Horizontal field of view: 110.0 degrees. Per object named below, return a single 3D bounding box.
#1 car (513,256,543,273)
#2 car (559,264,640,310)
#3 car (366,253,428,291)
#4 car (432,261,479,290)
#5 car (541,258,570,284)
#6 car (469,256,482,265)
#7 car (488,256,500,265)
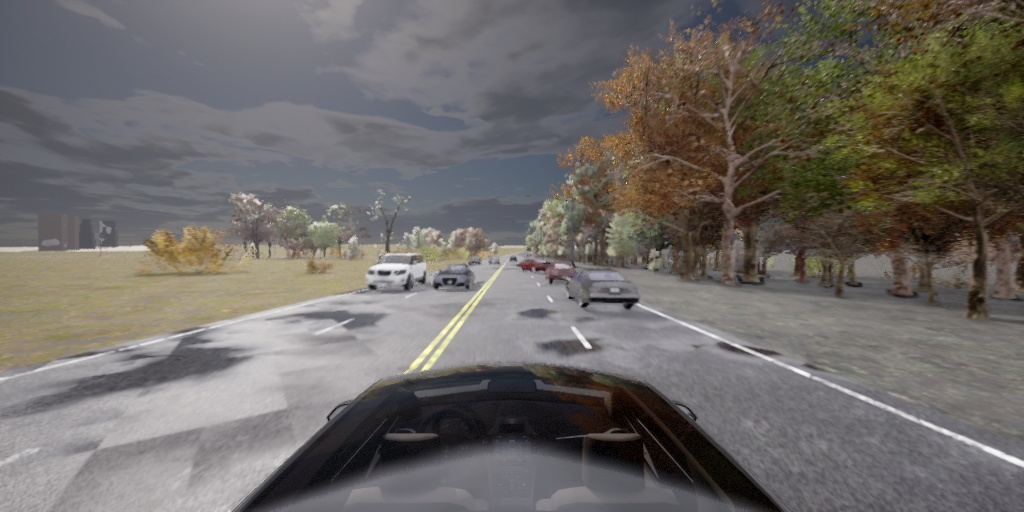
[{"bbox_3d":[2.357,0.955,37.610,1.882,1.535,5.008,0,0,-26],"label":"car"},{"bbox_3d":[3.298,1.170,13.996,2.033,1.411,5.357,1,-1,0],"label":"car"},{"bbox_3d":[-6.516,0.821,21.010,2.150,2.045,5.566,0,0,1],"label":"car"},{"bbox_3d":[-3.266,1.165,20.839,1.994,1.385,4.181,0,0,0],"label":"car"},{"bbox_3d":[3.343,1.072,24.980,1.812,1.442,4.674,1,2,0],"label":"car"},{"bbox_3d":[-6.281,0.782,62.016,1.837,1.490,4.892,0,1,1],"label":"car"},{"bbox_3d":[-3.035,0.782,62.084,2.128,1.511,4.902,0,0,1],"label":"car"}]
